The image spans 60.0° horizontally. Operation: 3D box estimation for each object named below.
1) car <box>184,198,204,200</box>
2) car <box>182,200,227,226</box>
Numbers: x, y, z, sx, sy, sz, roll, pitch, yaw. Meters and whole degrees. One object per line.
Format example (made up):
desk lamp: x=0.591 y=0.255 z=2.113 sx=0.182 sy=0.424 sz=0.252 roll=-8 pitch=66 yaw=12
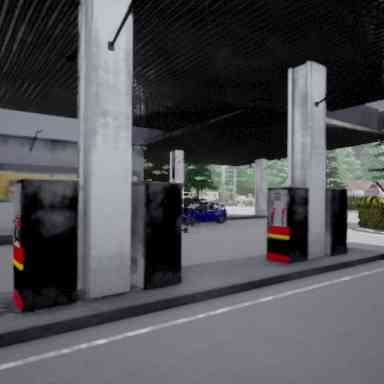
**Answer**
car: x=0.718 y=1.526 z=32.542 sx=3.866 sy=1.878 sz=1.905 roll=1 pitch=0 yaw=-36
car: x=0.519 y=1.646 z=25.412 sx=4.611 sy=1.667 sz=2.242 roll=1 pitch=0 yaw=-36
